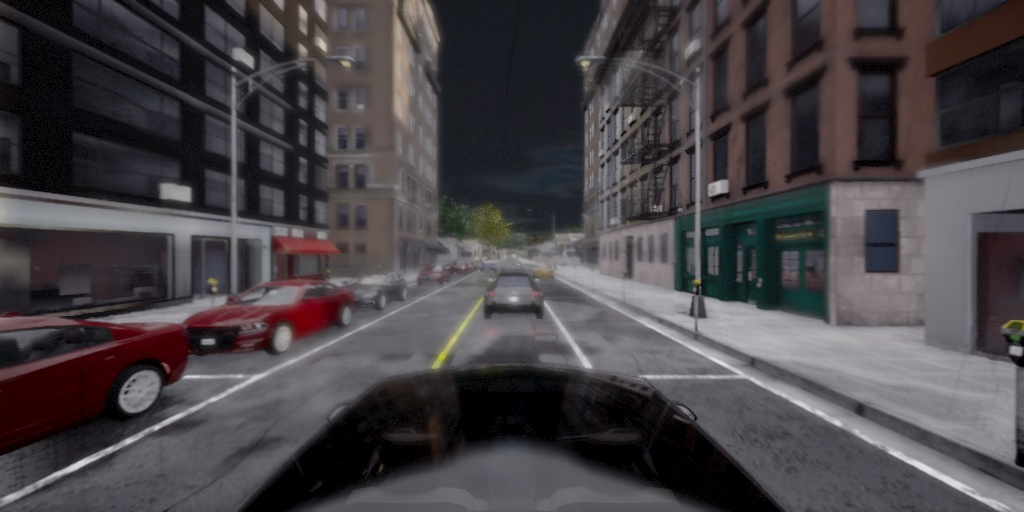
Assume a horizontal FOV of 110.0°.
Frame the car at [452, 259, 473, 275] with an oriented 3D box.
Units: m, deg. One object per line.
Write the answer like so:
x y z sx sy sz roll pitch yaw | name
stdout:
-5.387 1.095 36.158 1.967 1.591 4.097 0 0 0 | car

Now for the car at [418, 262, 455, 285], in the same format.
-5.394 1.268 25.150 1.802 1.307 4.207 0 0 0 | car

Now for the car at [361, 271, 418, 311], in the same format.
-5.400 1.266 14.142 2.007 1.370 4.403 0 0 0 | car

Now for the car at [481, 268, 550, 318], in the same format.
0.066 1.281 12.845 1.994 1.385 4.181 0 0 0 | car

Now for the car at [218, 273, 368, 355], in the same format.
-5.403 1.276 8.638 1.888 1.381 4.507 0 0 0 | car

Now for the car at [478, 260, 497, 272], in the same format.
-2.821 1.162 43.217 1.812 1.442 4.674 0 0 0 | car

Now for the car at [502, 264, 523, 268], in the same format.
0.067 1.281 27.368 1.895 1.301 4.718 0 0 0 | car

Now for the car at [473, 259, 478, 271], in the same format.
-5.384 1.081 41.661 1.967 1.591 4.097 0 0 0 | car

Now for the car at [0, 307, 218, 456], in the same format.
-5.407 1.291 3.135 1.888 1.381 4.507 0 0 0 | car

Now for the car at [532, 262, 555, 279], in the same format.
2.658 1.196 30.824 1.751 1.417 4.829 0 0 0 | car
